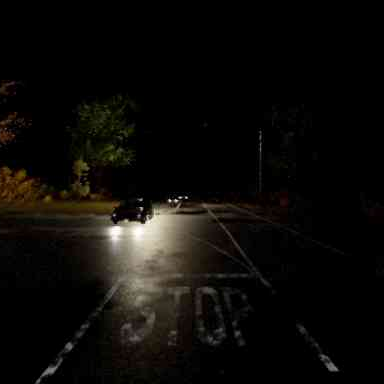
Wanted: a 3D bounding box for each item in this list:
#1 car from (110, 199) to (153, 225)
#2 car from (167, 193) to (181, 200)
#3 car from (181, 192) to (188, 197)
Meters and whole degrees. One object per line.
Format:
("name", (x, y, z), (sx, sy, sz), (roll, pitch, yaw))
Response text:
("car", (-3.482, 1.118, 20.315), (2.033, 1.411, 5.357), (1, 1, 0))
("car", (-3.737, 0.930, 65.351), (1.994, 1.385, 4.181), (0, 1, -1))
("car", (-2.258, 0.607, 91.568), (1.882, 1.535, 5.008), (0, 1, 6))
